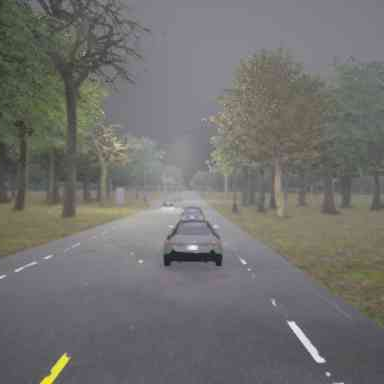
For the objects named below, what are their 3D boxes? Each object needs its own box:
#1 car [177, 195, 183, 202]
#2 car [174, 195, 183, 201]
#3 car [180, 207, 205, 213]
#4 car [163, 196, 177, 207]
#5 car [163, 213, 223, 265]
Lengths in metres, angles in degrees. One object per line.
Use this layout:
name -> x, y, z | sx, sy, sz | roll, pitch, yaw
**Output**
car -> -3.353, 1.673, 81.407 | 1.994, 1.385, 4.181 | 0, 0, -2
car -> -3.490, 1.633, 88.929 | 2.128, 1.511, 4.902 | 0, 0, 0
car -> 0.028, 1.808, 25.161 | 2.033, 1.411, 5.357 | 0, 0, 0
car -> -4.161, 1.855, 58.159 | 2.128, 1.511, 4.902 | 0, 0, -4
car -> 0.048, 1.701, 12.237 | 1.994, 1.385, 4.181 | 0, -1, 1
